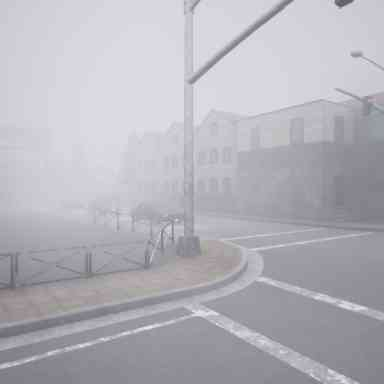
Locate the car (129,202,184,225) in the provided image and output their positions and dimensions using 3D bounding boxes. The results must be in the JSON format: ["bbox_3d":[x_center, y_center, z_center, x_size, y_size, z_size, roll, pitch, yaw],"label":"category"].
[{"bbox_3d":[-2.507,1.371,22.909,2.033,1.411,5.357,0,0,-35],"label":"car"}]

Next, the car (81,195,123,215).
[{"bbox_3d":[-8.253,1.315,31.027,2.128,1.511,4.902,0,0,-35],"label":"car"}]

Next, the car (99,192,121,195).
[{"bbox_3d":[-10.190,1.045,40.141,2.150,2.045,5.566,0,0,-35],"label":"car"}]

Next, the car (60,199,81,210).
[{"bbox_3d":[-14.073,1.425,39.300,1.895,1.301,4.718,0,0,-35],"label":"car"}]
